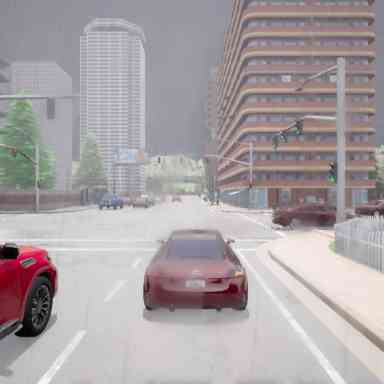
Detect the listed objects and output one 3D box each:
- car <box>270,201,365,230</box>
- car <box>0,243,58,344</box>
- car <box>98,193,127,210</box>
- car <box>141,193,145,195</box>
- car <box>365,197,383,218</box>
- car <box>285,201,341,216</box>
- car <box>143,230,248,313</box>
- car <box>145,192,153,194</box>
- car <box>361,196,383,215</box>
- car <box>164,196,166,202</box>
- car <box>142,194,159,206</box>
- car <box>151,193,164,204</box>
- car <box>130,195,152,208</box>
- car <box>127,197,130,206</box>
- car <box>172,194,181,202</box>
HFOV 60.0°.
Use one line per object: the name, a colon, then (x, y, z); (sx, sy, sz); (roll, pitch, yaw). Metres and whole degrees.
car: (7.283, 1.421, 19.996); (5.008, 1.535, 1.882); (0, 0, -4)
car: (-3.434, 1.221, 3.496); (2.150, 2.045, 5.566); (0, 0, 0)
car: (-10.615, 1.221, 44.048); (2.150, 2.045, 5.566); (0, 0, 2)
car: (-10.602, 1.505, 64.235); (1.837, 1.490, 4.892); (0, 0, 0)
car: (16.552, 1.422, 29.075); (5.008, 1.535, 1.882); (0, 0, -20)
car: (11.395, 1.545, 31.343); (4.718, 1.301, 1.895); (0, 0, -12)
car: (0.086, 1.564, 7.775); (1.994, 1.385, 4.181); (0, 0, 1)
car: (-10.567, 1.225, 74.763); (2.150, 2.045, 5.566); (0, 0, 0)
car: (19.834, 1.297, 34.194); (4.553, 1.767, 2.097); (0, 0, -27)
car: (-7.069, 1.499, 76.463); (1.837, 1.490, 4.892); (0, 0, 0)
car: (-7.138, 1.526, 55.762); (1.812, 1.442, 4.674); (0, 0, 0)
car: (-7.093, 1.526, 66.025); (1.812, 1.442, 4.674); (0, 0, 0)
car: (-7.124, 1.526, 46.905); (1.812, 1.442, 4.674); (0, 0, -2)
car: (-10.638, 1.526, 53.803); (1.812, 1.442, 4.674); (0, 0, 0)
car: (-3.570, 1.355, 77.687); (2.097, 1.767, 4.553); (0, 0, 0)
